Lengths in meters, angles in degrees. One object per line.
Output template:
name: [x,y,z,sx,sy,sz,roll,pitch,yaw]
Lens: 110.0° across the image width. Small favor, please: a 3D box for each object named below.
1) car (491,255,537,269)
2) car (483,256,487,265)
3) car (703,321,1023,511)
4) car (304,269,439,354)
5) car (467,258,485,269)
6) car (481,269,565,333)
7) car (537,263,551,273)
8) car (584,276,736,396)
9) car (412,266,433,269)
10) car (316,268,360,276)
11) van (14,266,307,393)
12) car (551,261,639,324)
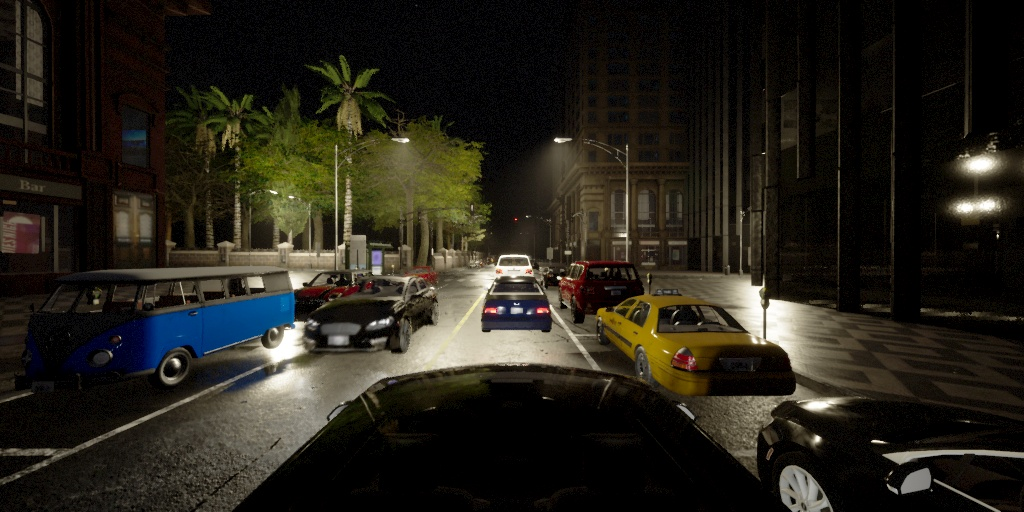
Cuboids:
car: [0.105,0.965,21.299,2.150,2.045,5.566,0,0,0]
car: [-5.750,1.153,60.057,1.967,1.591,4.097,0,0,0]
car: [2.762,1.300,1.057,2.007,1.370,4.403,0,0,0]
car: [-3.089,1.240,8.841,2.128,1.511,4.902,0,0,0]
car: [-5.752,1.269,54.637,2.007,1.370,4.403,0,0,0]
car: [0.105,1.295,10.728,2.033,1.411,5.357,0,0,0]
car: [2.767,1.308,22.758,1.948,1.339,4.313,0,0,0]
car: [2.763,1.274,6.652,1.751,1.417,4.829,0,0,0]
car: [-5.759,1.324,22.778,1.802,1.307,4.207,0,0,0]
car: [-5.761,1.187,11.925,1.967,1.591,4.097,0,0,0]
van: [-5.762,1.090,6.499,1.690,1.789,3.998,0,0,0]
car: [2.764,1.062,11.908,2.192,1.841,5.009,0,0,0]
